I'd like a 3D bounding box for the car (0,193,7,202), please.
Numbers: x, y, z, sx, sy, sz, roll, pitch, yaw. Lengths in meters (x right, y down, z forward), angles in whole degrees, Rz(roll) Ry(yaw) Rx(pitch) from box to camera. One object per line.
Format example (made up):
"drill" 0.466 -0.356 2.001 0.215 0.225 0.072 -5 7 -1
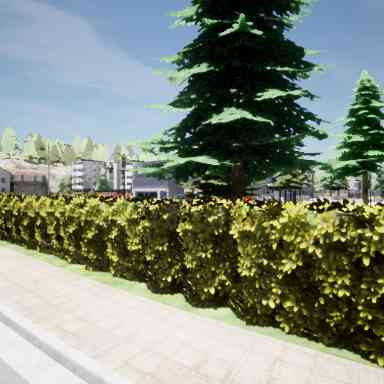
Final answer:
"car" -41.786 1.097 70.187 1.932 1.855 4.605 0 0 44

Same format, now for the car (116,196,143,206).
"car" -10.065 1.384 53.309 1.970 1.475 3.806 0 0 44

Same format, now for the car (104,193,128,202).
"car" -15.876 1.097 69.643 1.932 1.855 4.605 0 0 44

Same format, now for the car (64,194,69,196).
"car" -27.350 1.154 80.367 2.152 1.636 5.027 0 0 44

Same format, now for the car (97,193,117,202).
"car" -18.236 1.077 71.388 1.905 1.878 3.866 0 0 44

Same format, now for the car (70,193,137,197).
"car" -8.071 1.221 31.035 2.150 2.045 5.566 0 0 44
